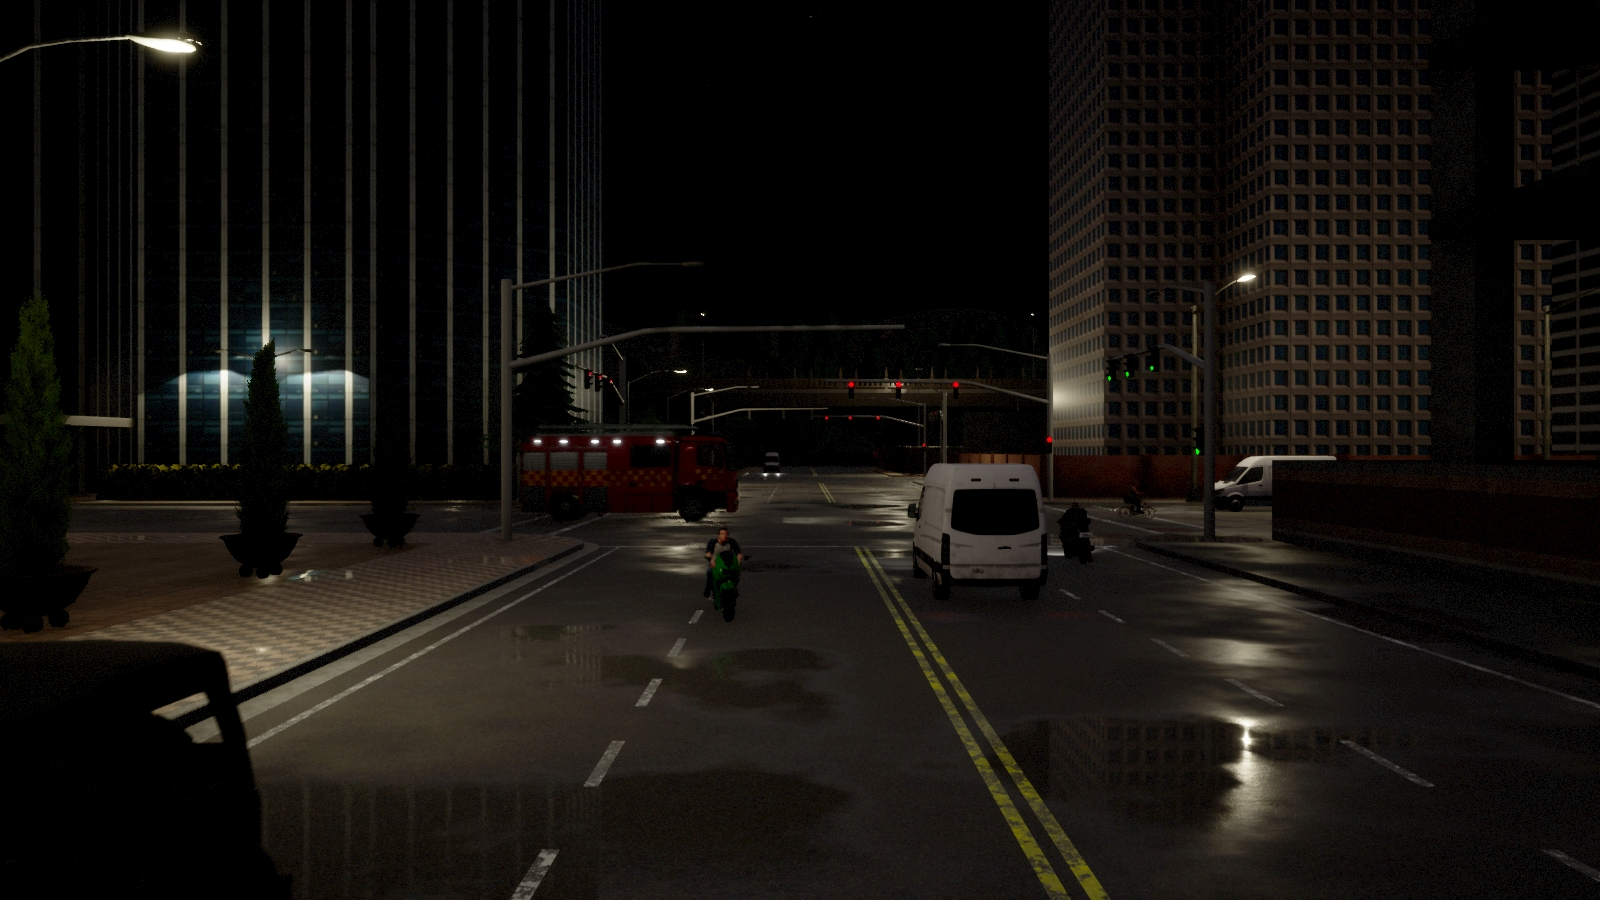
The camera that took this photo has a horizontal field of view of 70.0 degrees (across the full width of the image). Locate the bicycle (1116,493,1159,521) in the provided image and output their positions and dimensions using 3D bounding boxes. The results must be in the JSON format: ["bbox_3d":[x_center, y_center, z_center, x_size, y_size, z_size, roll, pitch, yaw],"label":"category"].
[{"bbox_3d":[13.573,2.273,45.978,1.487,1.080,0.859,0,0,0],"label":"bicycle"}]

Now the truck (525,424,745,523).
[{"bbox_3d":[-6.486,0.907,45.947,8.468,3.827,2.891,0,0,-1],"label":"truck"}]

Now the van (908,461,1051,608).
[{"bbox_3d":[3.501,1.543,23.400,1.988,2.561,5.915,0,0,0],"label":"van"}]

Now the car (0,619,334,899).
[{"bbox_3d":[-3.499,1.859,4.310,1.905,1.878,3.866,0,0,0],"label":"car"}]
